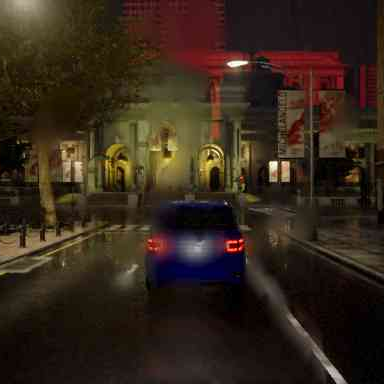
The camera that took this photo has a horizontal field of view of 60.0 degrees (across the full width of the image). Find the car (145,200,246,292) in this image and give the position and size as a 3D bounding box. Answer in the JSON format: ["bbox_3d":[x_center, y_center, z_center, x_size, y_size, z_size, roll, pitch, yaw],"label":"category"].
[{"bbox_3d":[0.099,1.221,9.078,2.150,2.045,5.566,0,0,1],"label":"car"}]
